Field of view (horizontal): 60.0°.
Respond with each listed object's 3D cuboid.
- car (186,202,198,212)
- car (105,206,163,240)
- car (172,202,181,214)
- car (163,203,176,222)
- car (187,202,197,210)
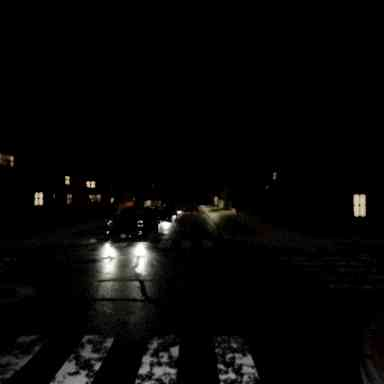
[{"bbox_3d":[-0.005,2.340,53.746,1.882,1.535,5.008,0,-1,0],"label":"car"},{"bbox_3d":[-3.221,1.622,18.675,2.097,1.767,4.553,0,-1,5],"label":"car"},{"bbox_3d":[-2.848,2.204,42.588,2.033,1.411,5.357,0,-1,0],"label":"car"},{"bbox_3d":[-2.848,2.021,30.758,1.994,1.385,4.181,0,-1,0],"label":"car"},{"bbox_3d":[-0.005,2.593,64.162,1.812,1.442,4.674,0,-1,0],"label":"car"}]
